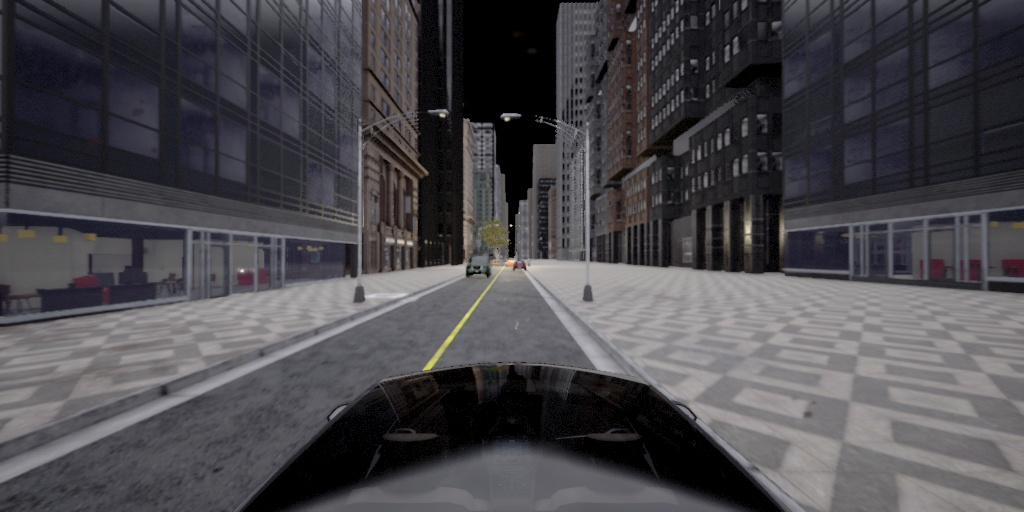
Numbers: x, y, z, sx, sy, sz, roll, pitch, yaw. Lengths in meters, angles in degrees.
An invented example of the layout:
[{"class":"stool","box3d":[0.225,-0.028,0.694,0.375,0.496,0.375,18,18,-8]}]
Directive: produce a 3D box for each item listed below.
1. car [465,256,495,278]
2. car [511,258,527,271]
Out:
[{"class":"car","box3d":[-3.090,0.990,34.237,2.150,2.045,5.566,0,0,0]},{"class":"car","box3d":[1.059,1.310,49.885,1.812,1.442,4.674,0,0,0]}]
